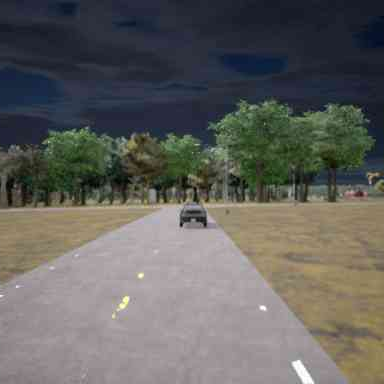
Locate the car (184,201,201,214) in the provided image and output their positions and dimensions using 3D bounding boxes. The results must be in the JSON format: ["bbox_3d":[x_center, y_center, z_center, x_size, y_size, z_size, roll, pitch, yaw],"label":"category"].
[{"bbox_3d":[0.092,1.817,40.266,1.994,1.385,4.181,0,-1,0],"label":"car"}]

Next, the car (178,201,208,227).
[{"bbox_3d":[0.094,1.584,23.569,1.837,1.490,4.892,0,-1,0],"label":"car"}]
